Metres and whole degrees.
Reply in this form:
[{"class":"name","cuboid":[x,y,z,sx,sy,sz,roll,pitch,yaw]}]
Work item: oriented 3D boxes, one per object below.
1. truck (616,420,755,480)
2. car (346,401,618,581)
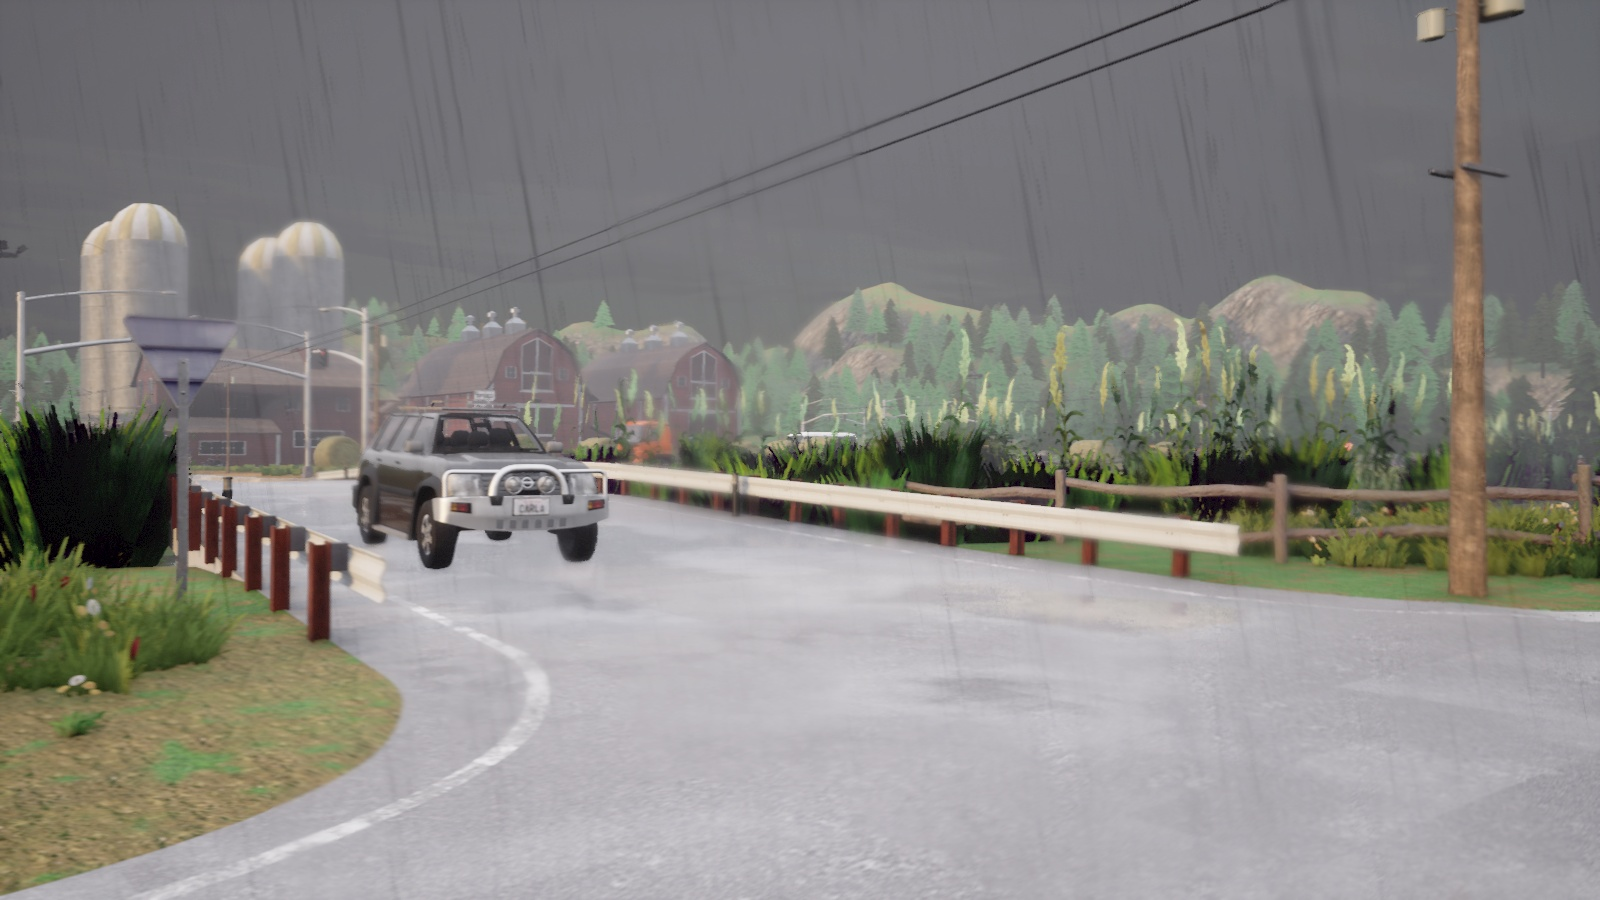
[{"class":"truck","cuboid":[-6.798,0.007,75.486,7.936,3.462,2.891,0,0,-36]},{"class":"car","cuboid":[-4.053,0.361,15.360,1.932,1.855,4.605,0,2,-31]}]
